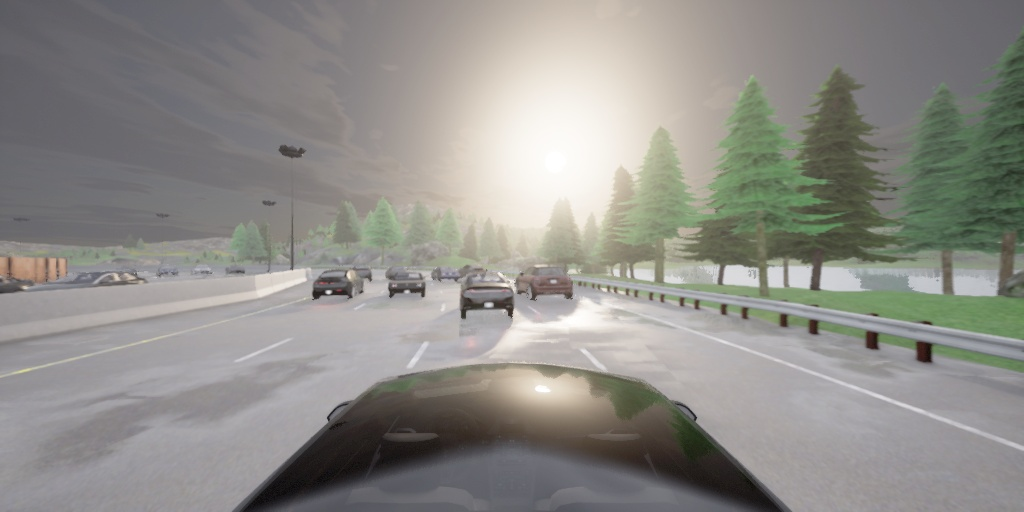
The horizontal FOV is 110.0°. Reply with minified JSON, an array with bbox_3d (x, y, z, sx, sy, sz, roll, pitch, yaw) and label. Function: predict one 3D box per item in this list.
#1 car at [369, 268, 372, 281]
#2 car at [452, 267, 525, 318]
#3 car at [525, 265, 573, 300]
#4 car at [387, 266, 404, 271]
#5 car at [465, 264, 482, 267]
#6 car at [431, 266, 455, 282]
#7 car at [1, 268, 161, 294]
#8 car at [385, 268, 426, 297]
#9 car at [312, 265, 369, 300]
[{"bbox_3d":[-14.873,1.627,35.289,2.128,1.511,4.902,0,-1,-25],"label":"car"},{"bbox_3d":[-1.062,1.352,13.662,2.128,1.511,4.902,0,-1,-8],"label":"car"},{"bbox_3d":[1.545,1.240,18.861,2.097,1.767,4.553,0,-1,-11],"label":"car"},{"bbox_3d":[-11.910,1.697,37.183,1.994,1.385,4.181,0,-1,-25],"label":"car"},{"bbox_3d":[-4.145,1.588,36.953,1.837,1.490,4.892,0,-1,-23],"label":"car"},{"bbox_3d":[-6.212,1.610,33.069,2.033,1.411,5.357,0,-1,-22],"label":"car"},{"bbox_3d":[-19.556,1.495,16.740,2.128,1.511,4.902,0,-1,-14],"label":"car"},{"bbox_3d":[-5.866,1.550,20.424,1.895,1.301,4.718,0,-1,-13],"label":"car"},{"bbox_3d":[-9.277,1.470,19.442,1.837,1.490,4.892,0,0,-13],"label":"car"}]
